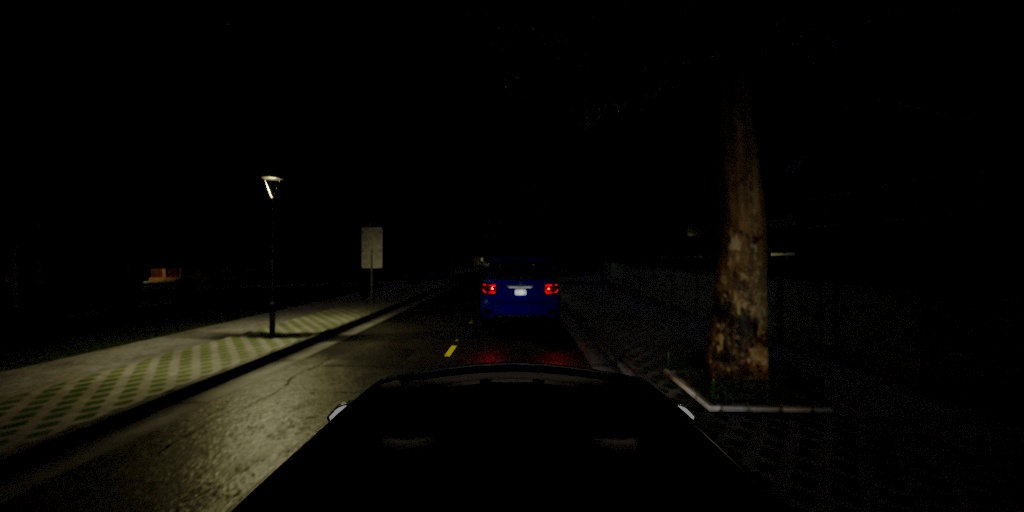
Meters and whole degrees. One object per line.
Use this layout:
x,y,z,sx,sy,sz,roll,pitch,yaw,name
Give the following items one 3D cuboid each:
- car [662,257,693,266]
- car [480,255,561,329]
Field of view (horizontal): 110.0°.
15.794,0.828,34.678,5.357,1.411,2.033,-2,0,1,car
0.257,0.985,11.488,2.150,2.045,5.566,0,0,1,car
